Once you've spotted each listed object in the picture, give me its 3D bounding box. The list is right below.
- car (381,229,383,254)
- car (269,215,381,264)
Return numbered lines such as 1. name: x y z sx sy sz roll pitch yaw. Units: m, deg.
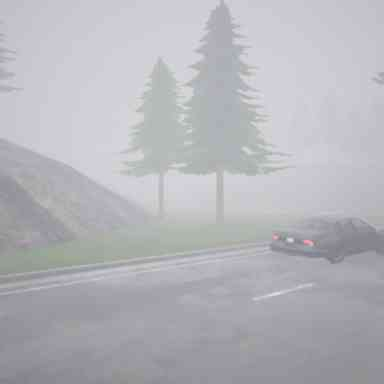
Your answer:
1. car: 7.980 1.223 9.529 5.566 2.045 2.150 0 0 -35
2. car: 5.113 1.548 11.795 5.357 1.411 2.033 0 0 -35
